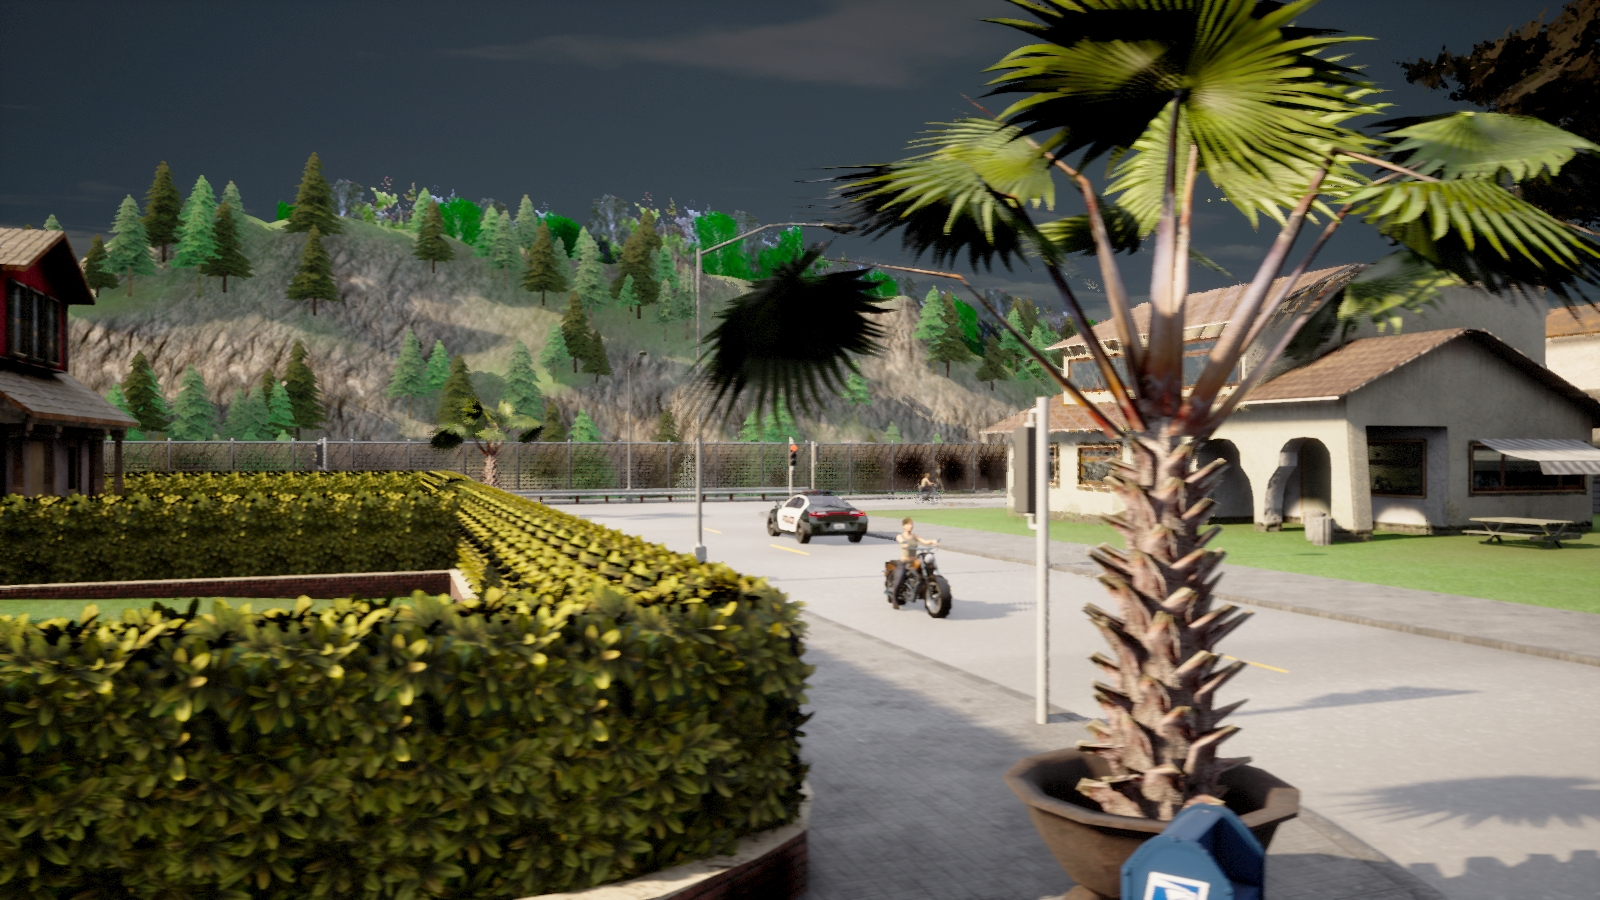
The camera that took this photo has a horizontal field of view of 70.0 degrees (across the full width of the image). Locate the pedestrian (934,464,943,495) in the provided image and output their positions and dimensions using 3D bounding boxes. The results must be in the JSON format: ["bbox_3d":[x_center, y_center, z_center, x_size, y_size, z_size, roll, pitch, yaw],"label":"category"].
[{"bbox_3d":[8.327,1.744,68.643,0.375,1.860,0.375,0,0,-23],"label":"pedestrian"}]

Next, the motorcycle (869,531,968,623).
[{"bbox_3d":[2.013,2.155,19.792,0.764,1.307,2.356,0,0,-20],"label":"motorcycle"}]

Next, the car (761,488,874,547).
[{"bbox_3d":[0.434,2.038,35.823,2.038,1.542,4.974,0,0,-18],"label":"car"}]

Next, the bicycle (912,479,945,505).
[{"bbox_3d":[6.626,2.158,58.933,1.487,1.276,0.859,0,0,-20],"label":"bicycle"}]
